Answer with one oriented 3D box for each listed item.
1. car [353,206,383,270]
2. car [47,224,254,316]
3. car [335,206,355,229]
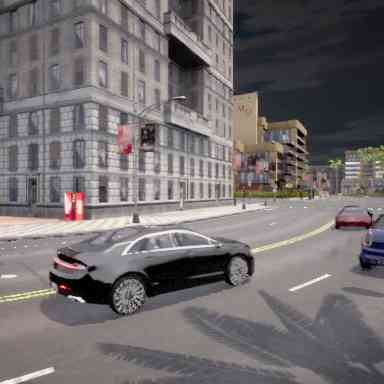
[{"bbox_3d":[6.801,1.348,10.134,2.097,1.767,4.553,0,0,42],"label":"car"},{"bbox_3d":[-0.617,1.486,7.550,4.902,1.511,2.128,0,0,-39],"label":"car"},{"bbox_3d":[10.368,1.554,21.209,1.994,1.385,4.181,0,0,30],"label":"car"}]
